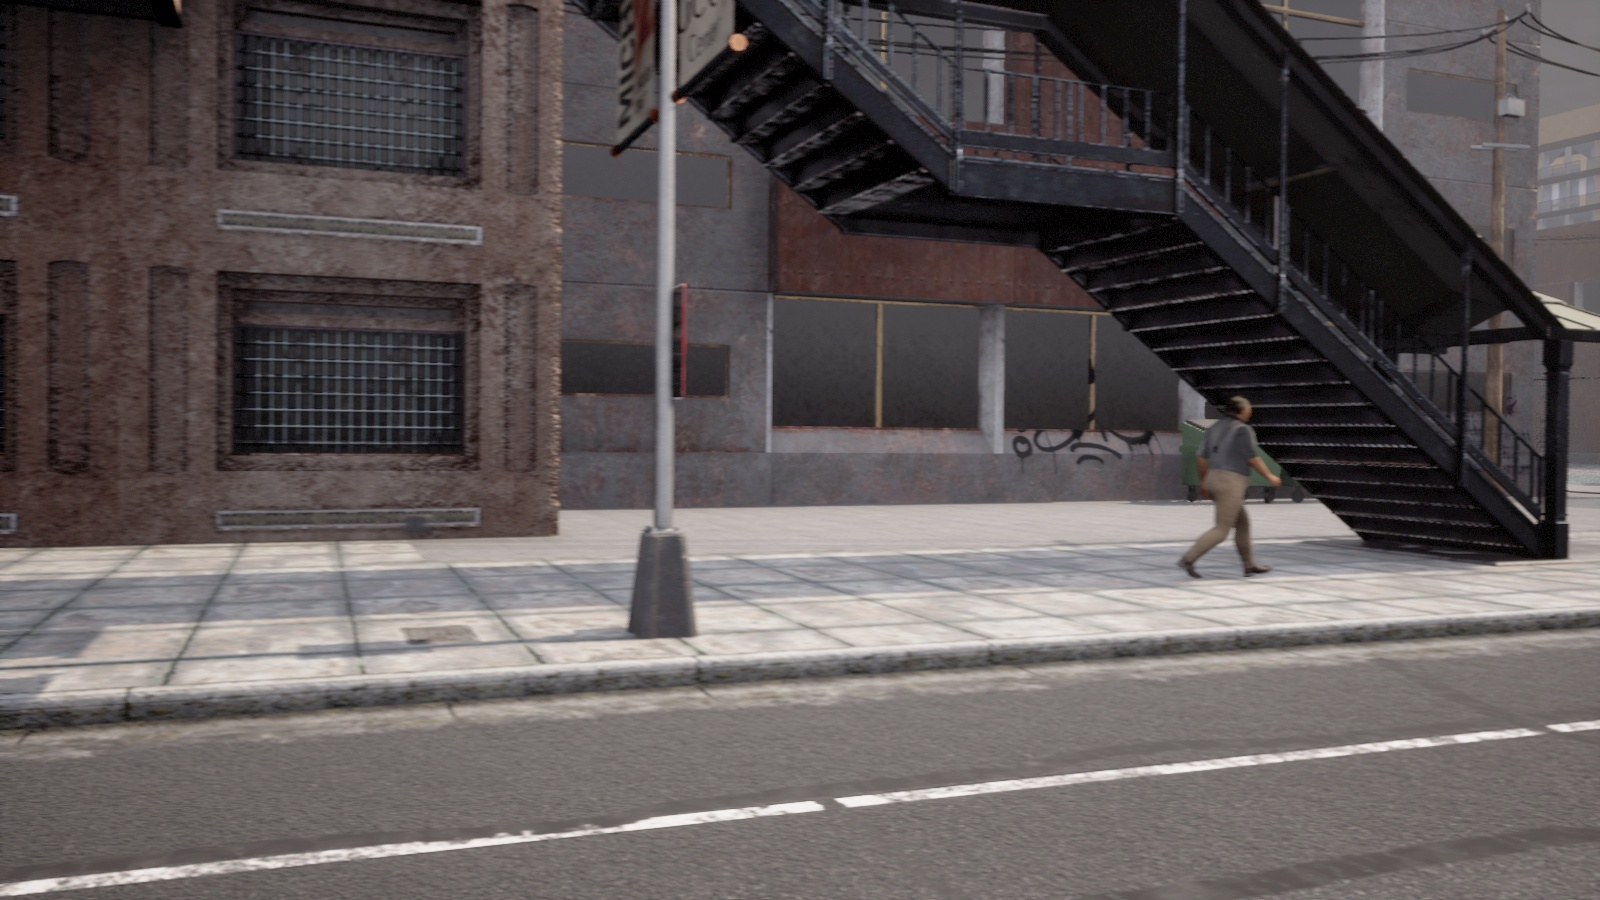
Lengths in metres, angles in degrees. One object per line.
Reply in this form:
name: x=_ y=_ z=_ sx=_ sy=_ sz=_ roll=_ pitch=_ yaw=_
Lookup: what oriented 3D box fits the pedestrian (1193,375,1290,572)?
pedestrian: x=4.241 y=0.212 z=12.072 sx=0.694 sy=1.848 sz=0.540 roll=-1 pitch=1 yaw=-10
